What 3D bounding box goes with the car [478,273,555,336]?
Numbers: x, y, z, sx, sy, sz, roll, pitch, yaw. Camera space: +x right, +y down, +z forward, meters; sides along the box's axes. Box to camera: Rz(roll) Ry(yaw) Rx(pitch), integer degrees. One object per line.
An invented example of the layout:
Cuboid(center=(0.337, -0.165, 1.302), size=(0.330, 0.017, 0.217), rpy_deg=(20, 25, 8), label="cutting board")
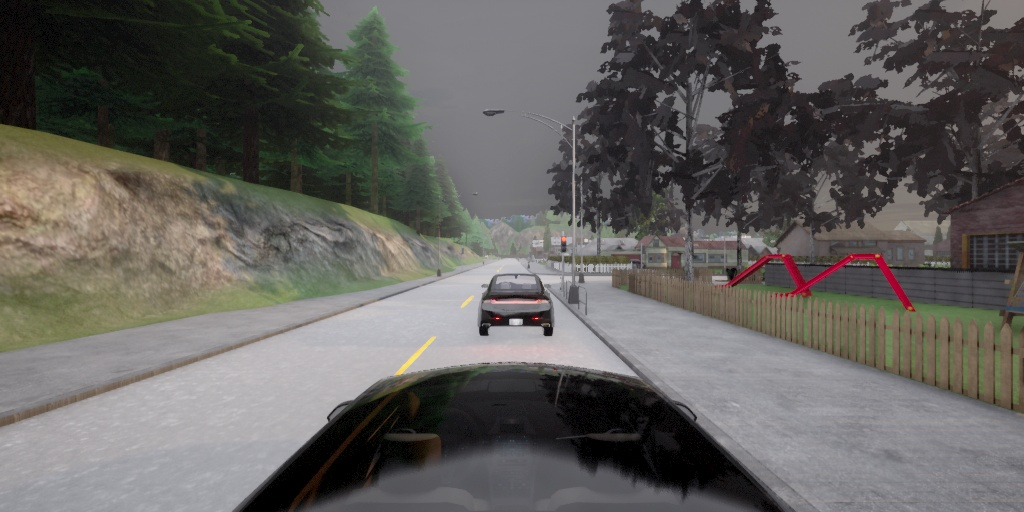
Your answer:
Cuboid(center=(0.118, 1.242, 10.332), size=(2.128, 1.511, 4.902), rpy_deg=(0, 0, 1), label="car")
